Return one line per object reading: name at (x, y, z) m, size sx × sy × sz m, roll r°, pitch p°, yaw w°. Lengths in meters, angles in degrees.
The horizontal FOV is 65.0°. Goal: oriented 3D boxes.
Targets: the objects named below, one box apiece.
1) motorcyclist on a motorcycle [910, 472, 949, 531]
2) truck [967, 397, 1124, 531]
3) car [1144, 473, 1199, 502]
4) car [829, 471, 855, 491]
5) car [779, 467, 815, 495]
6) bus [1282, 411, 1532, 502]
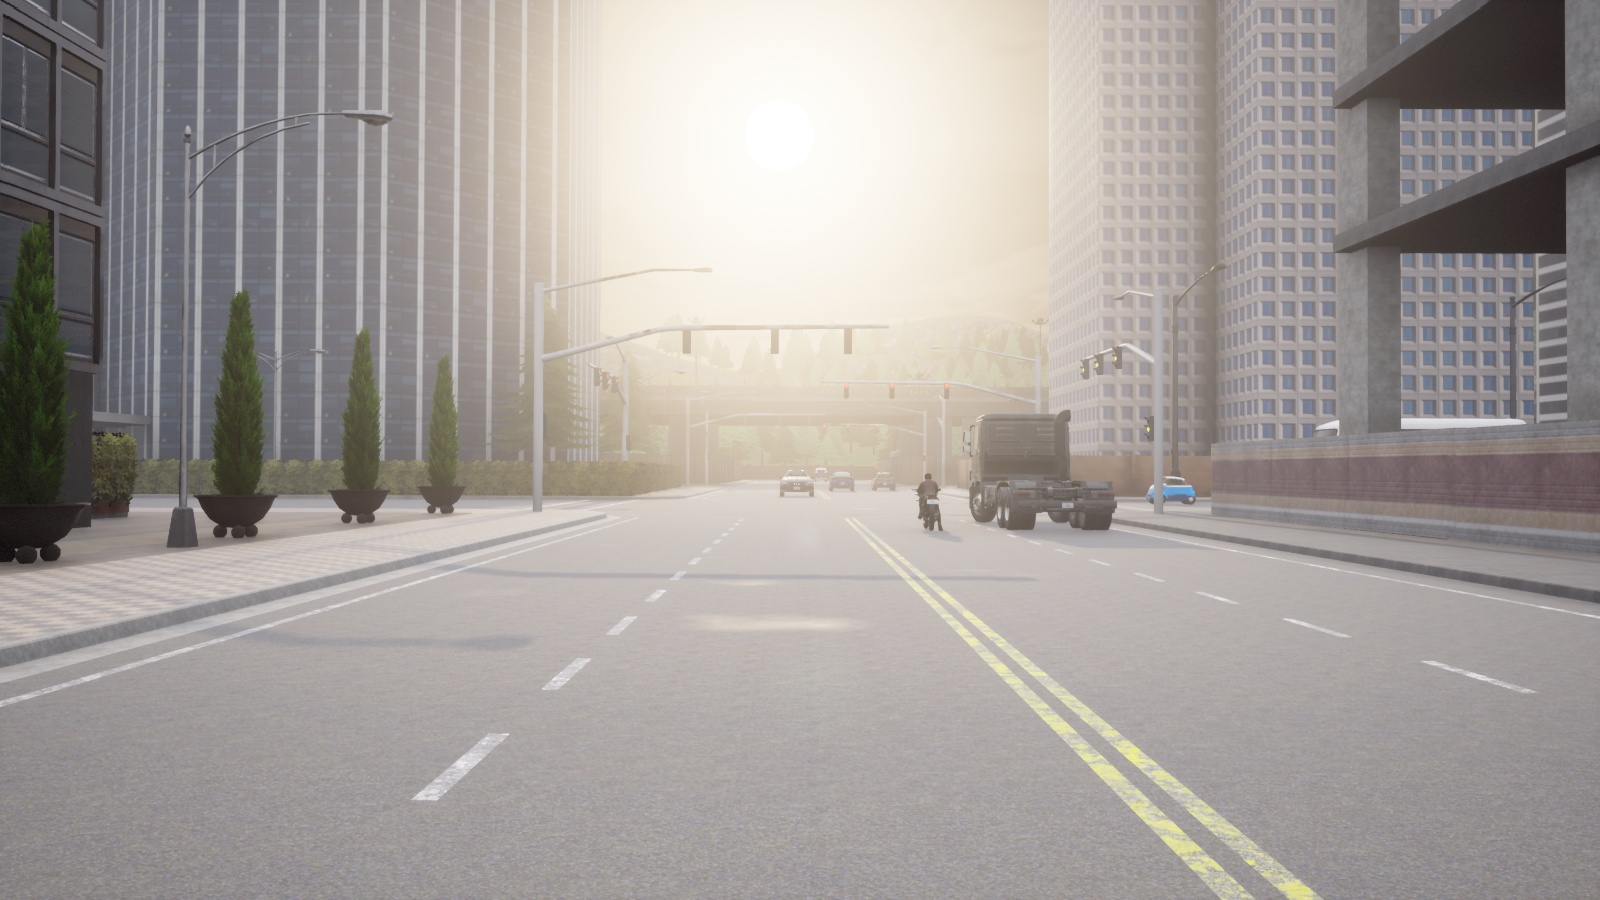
motorcyclist on a motorcycle at (3.422, 1.341, 33.314) m, size 0.797 × 1.523 × 2.044 m, roll 0°, pitch -1°, yaw 0°
truck at (6.892, 0.416, 36.473) m, size 2.891 × 3.462 × 7.936 m, roll 0°, pitch -1°, yaw -1°
car at (18.165, 1.826, 61.453) m, size 2.207 × 1.376 × 1.481 m, roll 0°, pitch -1°, yaw 0°
car at (3.270, 2.425, 98.267) m, size 1.882 × 1.535 × 5.008 m, roll 0°, pitch -1°, yaw 0°
car at (-0.183, 1.908, 78.435) m, size 2.152 × 1.651 × 5.027 m, roll 0°, pitch -1°, yaw 0°
bus at (29.482, 0.349, 61.421) m, size 10.273 × 4.253 × 3.944 m, roll 0°, pitch -1°, yaw 0°
